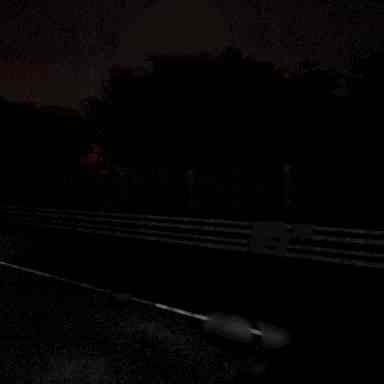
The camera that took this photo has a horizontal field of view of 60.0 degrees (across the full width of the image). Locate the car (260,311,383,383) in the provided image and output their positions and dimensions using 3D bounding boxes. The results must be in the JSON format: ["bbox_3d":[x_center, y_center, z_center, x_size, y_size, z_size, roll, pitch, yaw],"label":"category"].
[{"bbox_3d":[2.787,1.611,2.002,4.718,1.301,1.895,1,0,36],"label":"car"}]
